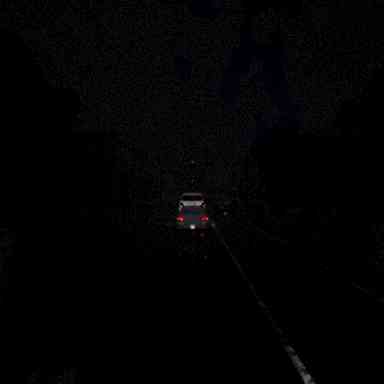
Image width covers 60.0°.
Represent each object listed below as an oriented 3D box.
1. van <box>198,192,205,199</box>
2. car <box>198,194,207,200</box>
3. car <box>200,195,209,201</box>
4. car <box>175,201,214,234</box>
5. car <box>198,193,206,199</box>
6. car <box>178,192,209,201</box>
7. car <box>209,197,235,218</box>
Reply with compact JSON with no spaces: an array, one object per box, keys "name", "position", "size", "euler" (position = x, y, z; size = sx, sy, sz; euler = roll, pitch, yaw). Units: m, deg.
[{"name":"van","position":[2.610,0.954,94.062],"size":[1.690,1.788,3.998],"euler":[-1,0,0]},{"name":"car","position":[2.616,1.200,82.998],"size":[1.887,1.381,4.507],"euler":[-1,0,0]},{"name":"car","position":[2.617,1.279,71.933],"size":[1.802,1.307,4.206],"euler":[-1,0,0]},{"name":"car","position":[0.055,1.440,18.308],"size":[1.812,1.442,4.674],"euler":[0,0,1]},{"name":"car","position":[2.613,1.074,88.530],"size":[1.967,1.590,4.097],"euler":[-1,0,0]},{"name":"car","position":[0.030,1.093,28.057],"size":[2.150,2.045,5.566],"euler":[0,0,1]},{"name":"car","position":[2.621,1.421,28.423],"size":[2.008,1.369,4.403],"euler":[-1,0,0]}]
